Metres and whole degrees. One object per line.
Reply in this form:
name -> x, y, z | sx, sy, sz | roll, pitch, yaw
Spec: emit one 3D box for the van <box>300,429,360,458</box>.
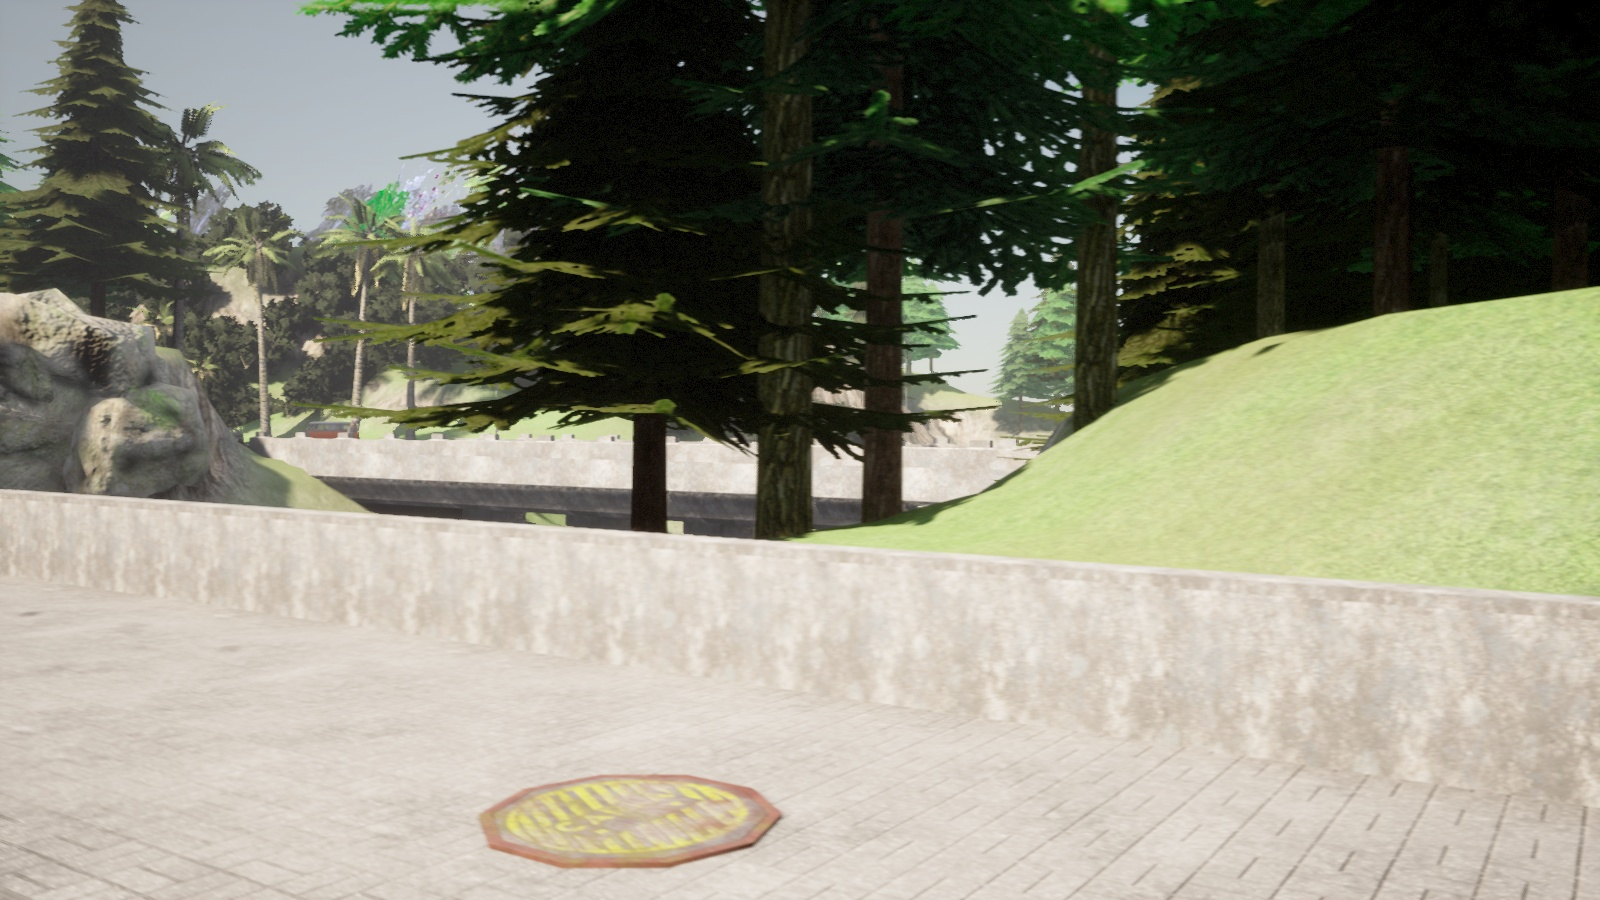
van -> -34.093, -0.455, 91.087 | 4.442, 1.987, 1.775 | -1, 1, 34
